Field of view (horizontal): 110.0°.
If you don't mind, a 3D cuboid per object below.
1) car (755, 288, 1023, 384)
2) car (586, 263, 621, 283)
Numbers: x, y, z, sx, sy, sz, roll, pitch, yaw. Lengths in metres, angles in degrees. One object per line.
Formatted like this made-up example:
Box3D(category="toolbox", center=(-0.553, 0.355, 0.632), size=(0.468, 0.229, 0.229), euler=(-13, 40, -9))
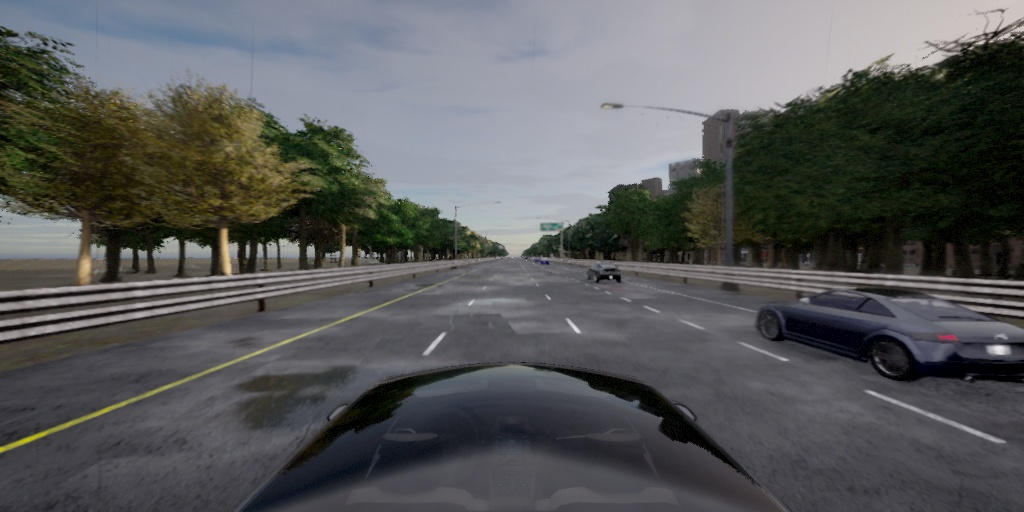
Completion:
Box3D(category="car", center=(7.000, 1.320, 7.160), size=(1.994, 1.385, 4.181), euler=(0, 0, 0))
Box3D(category="car", center=(7.030, 1.278, 27.855), size=(1.837, 1.490, 4.892), euler=(0, 0, 0))
